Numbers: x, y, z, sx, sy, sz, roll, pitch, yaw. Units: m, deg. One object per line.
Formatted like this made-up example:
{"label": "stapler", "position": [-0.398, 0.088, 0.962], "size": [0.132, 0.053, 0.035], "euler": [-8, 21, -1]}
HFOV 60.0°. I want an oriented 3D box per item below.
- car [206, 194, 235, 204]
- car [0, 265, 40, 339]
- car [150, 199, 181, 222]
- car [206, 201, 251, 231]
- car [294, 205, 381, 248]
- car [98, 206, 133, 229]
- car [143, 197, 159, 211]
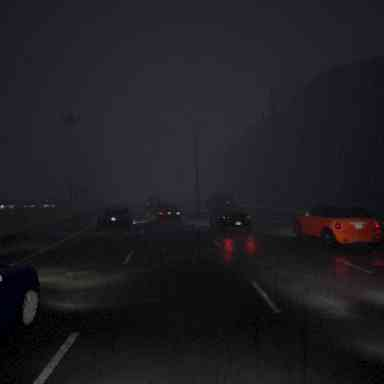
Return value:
{"label": "car", "position": [3.190, 1.242, 37.257], "size": [2.150, 2.045, 5.566], "euler": [0, 0, -11]}
{"label": "car", "position": [-3.550, 1.485, 3.829], "size": [1.882, 1.535, 5.008], "euler": [0, 0, -1]}
{"label": "car", "position": [-1.993, 1.568, 26.306], "size": [2.033, 1.411, 5.357], "euler": [0, 0, -8]}
{"label": "car", "position": [2.281, 1.536, 20.462], "size": [1.812, 1.442, 4.674], "euler": [0, 0, -6]}
{"label": "car", "position": [6.317, 1.353, 15.035], "size": [2.097, 1.767, 4.553], "euler": [0, 0, -4]}
{"label": "car", "position": [-4.947, 1.586, 21.860], "size": [1.994, 1.385, 4.181], "euler": [0, 0, -7]}
{"label": "car", "position": [-4.939, 1.388, 41.573], "size": [2.097, 1.767, 4.553], "euler": [0, 0, -13]}
